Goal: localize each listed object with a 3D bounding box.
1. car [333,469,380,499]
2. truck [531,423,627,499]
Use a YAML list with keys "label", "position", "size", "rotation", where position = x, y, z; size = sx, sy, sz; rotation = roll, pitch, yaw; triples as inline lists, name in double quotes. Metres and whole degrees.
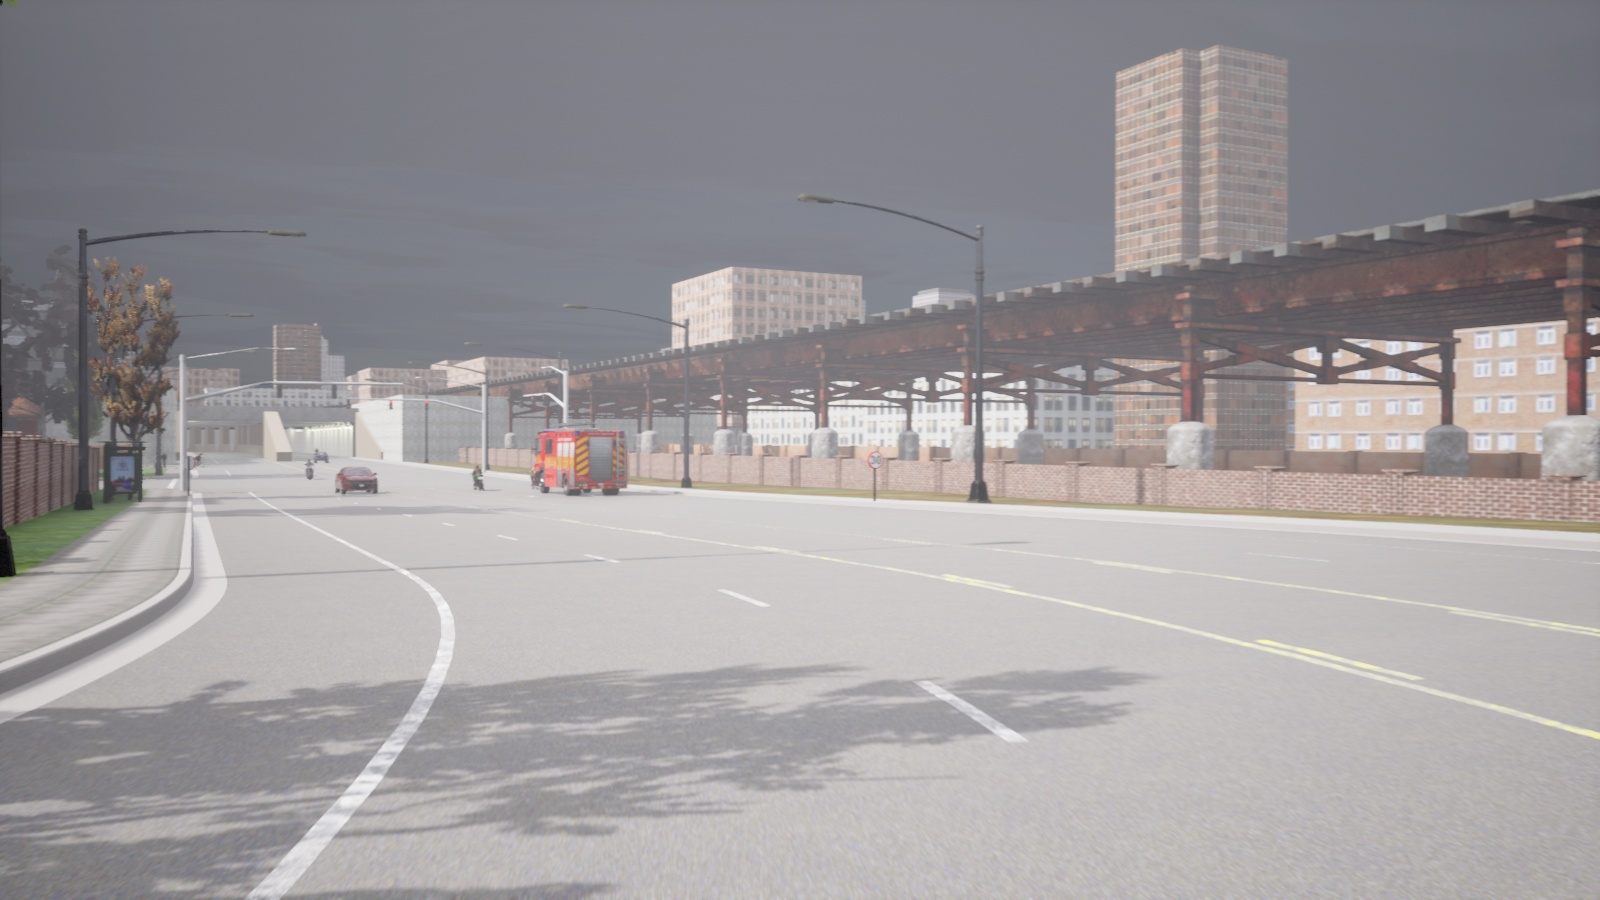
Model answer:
- label: "car"
  position: [-24.689, 1.845, 69.768]
  size: [1.882, 1.535, 5.008]
  rotation: [-1, 0, -26]
- label: "truck"
  position: [-12.045, 0.563, 67.737]
  size: [2.891, 3.827, 8.468]
  rotation: [-1, 0, -26]
